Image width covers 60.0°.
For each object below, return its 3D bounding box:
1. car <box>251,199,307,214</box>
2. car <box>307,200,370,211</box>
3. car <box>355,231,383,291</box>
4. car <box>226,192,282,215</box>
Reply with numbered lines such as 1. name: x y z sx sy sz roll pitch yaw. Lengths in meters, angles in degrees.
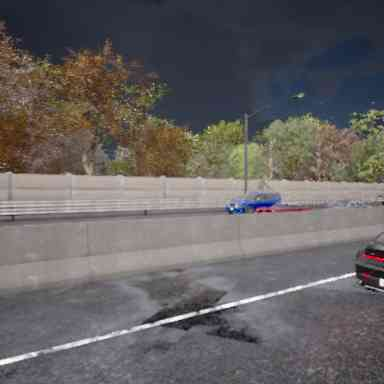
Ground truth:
1. car: 7.143 1.439 25.719 4.718 1.301 1.895 0 0 -34
2. car: 10.987 1.353 24.093 4.902 1.511 2.128 0 0 -34
3. car: 5.668 1.466 7.568 4.892 1.490 1.837 0 0 -34
4. car: 5.553 1.032 28.866 5.566 2.045 2.150 0 0 -34
